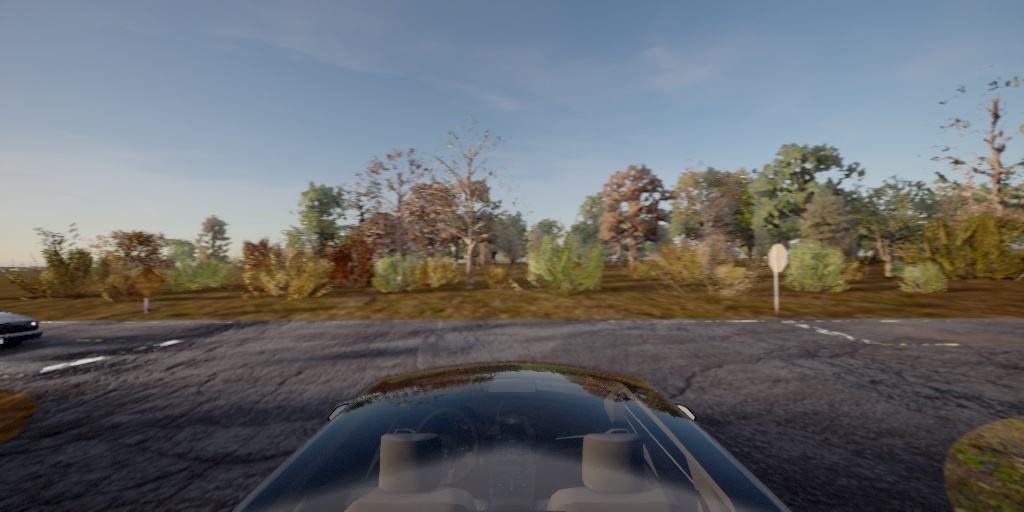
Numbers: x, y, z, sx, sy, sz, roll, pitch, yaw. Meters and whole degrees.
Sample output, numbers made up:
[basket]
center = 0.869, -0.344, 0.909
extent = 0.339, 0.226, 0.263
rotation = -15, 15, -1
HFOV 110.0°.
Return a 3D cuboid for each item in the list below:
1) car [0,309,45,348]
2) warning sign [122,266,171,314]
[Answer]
[car]
center = -14.683, 1.679, 8.647
extent = 5.357, 1.411, 2.033
rotation = -1, -1, 6
[warning sign]
center = -14.688, 1.344, 14.423
extent = 1.060, 1.860, 1.300
rotation = 0, 0, 6
